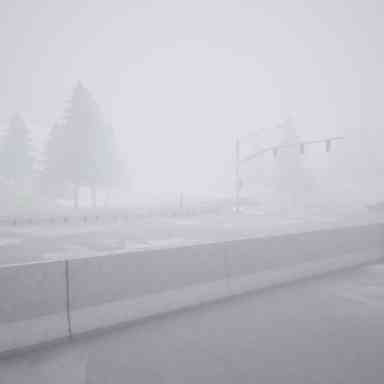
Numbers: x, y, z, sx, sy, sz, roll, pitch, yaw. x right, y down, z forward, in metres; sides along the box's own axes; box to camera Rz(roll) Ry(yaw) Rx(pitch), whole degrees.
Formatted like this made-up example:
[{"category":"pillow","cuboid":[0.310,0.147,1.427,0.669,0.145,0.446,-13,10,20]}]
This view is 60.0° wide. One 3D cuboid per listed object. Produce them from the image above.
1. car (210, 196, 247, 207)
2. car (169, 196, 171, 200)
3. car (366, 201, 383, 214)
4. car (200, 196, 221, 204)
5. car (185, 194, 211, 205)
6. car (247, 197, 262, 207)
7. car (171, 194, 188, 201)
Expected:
[{"category":"car","cuboid":[5.400,1.547,50.062,2.033,1.411,5.357,0,0,-28]},{"category":"car","cuboid":[-4.506,1.593,81.822,1.895,1.301,4.718,0,0,-7]},{"category":"car","cuboid":[20.756,1.606,34.219,1.895,1.301,4.718,0,0,-41]},{"category":"car","cuboid":[3.456,1.492,63.129,2.128,1.511,4.902,0,0,-20]},{"category":"car","cuboid":[1.182,1.547,59.149,2.033,1.411,5.357,0,0,-22]},{"category":"car","cuboid":[8.697,1.500,51.397,1.837,1.490,4.892,0,1,-29]},{"category":"car","cuboid":[-2.284,1.601,69.483,1.895,1.301,4.718,0,0,-18]}]
